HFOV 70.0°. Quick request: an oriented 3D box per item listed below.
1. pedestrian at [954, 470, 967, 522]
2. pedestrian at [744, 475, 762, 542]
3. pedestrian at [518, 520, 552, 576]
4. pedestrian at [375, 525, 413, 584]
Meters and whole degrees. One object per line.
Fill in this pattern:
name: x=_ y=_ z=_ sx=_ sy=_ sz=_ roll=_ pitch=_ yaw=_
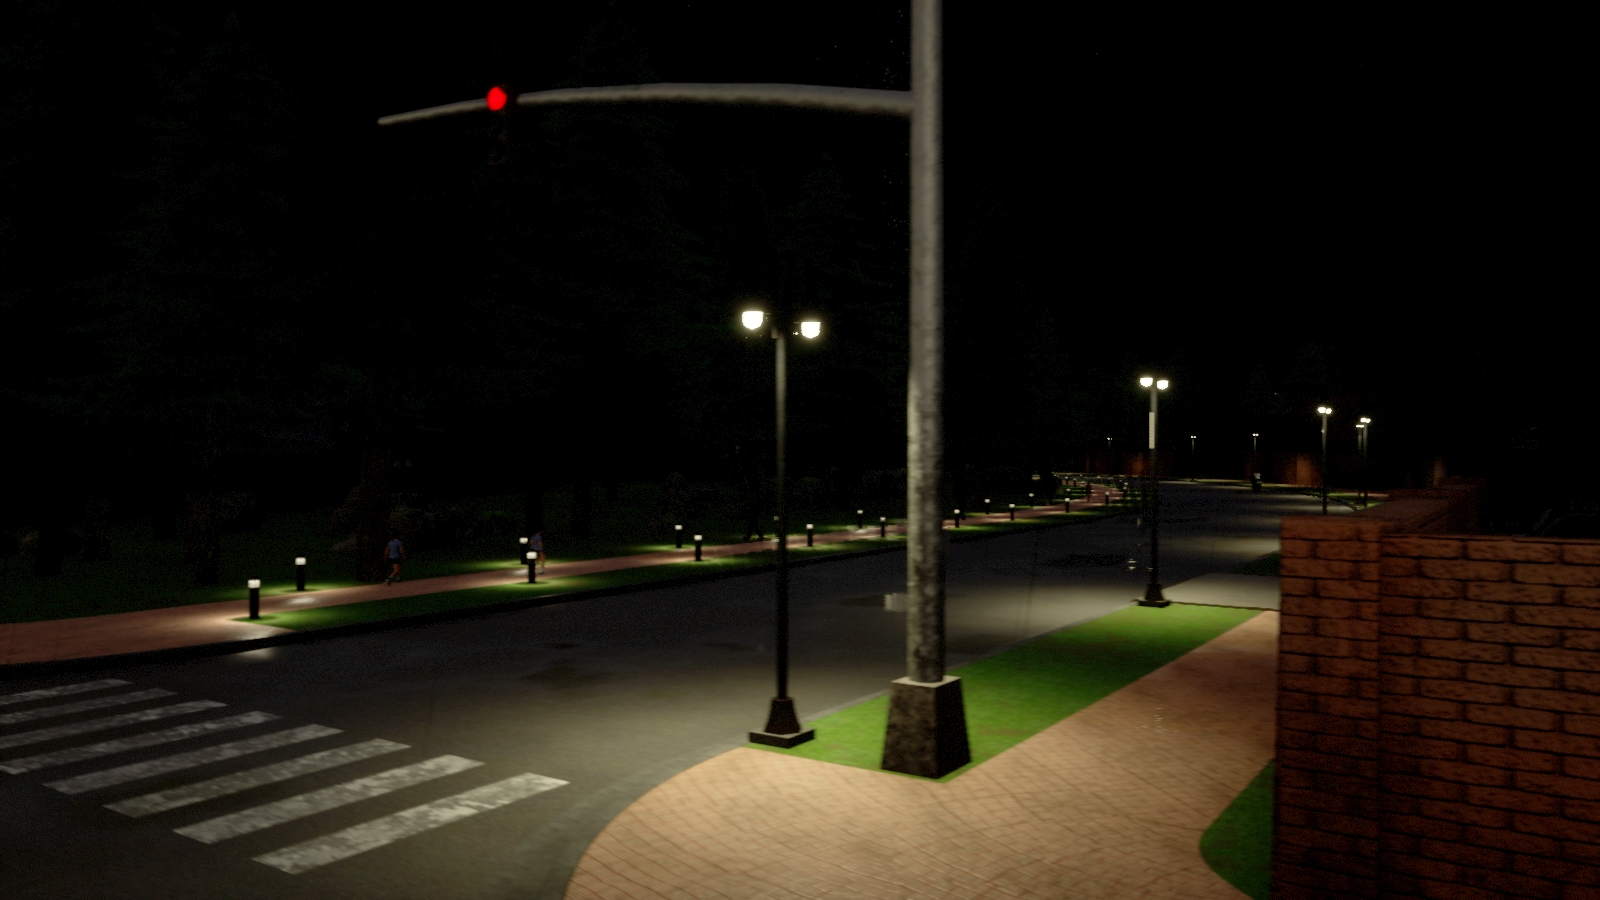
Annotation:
pedestrian: x=5.810 y=1.662 z=41.322 sx=0.375 sy=1.860 sz=0.375 roll=0 pitch=0 yaw=27
pedestrian: x=-1.326 y=1.659 z=32.439 sx=0.375 sy=1.860 sz=0.375 roll=0 pitch=0 yaw=32
pedestrian: x=-5.534 y=2.041 z=23.863 sx=0.500 sy=1.100 sz=0.500 roll=0 pitch=0 yaw=37
pedestrian: x=-7.945 y=2.041 z=22.376 sx=0.500 sy=1.100 sz=0.500 roll=0 pitch=0 yaw=20
